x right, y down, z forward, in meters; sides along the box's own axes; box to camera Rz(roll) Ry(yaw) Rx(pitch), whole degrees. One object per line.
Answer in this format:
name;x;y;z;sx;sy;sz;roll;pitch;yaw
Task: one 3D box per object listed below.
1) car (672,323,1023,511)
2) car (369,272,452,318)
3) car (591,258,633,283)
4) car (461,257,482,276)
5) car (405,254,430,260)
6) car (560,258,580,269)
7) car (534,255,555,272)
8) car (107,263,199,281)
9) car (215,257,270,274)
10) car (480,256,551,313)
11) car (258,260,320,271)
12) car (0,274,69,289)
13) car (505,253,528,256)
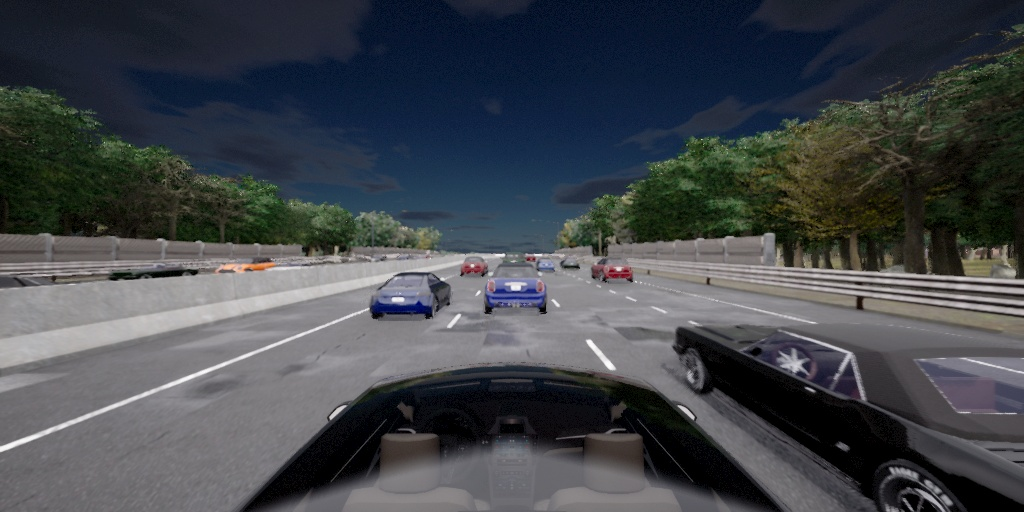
car;3.503;1.345;3.647;1.895;1.301;4.718;0;0;0
car;-3.373;1.247;12.639;1.994;1.385;4.181;0;1;0
car;7.158;0.909;26.130;2.097;1.767;4.553;0;1;0
car;-3.320;0.841;32.310;2.097;1.767;4.553;0;1;0
car;-13.930;0.786;53.155;1.994;1.385;4.181;0;1;1
car;7.213;0.902;45.089;1.994;1.385;4.181;0;1;0
car;3.599;0.955;39.576;2.033;1.411;5.357;0;1;0
car;-24.538;1.165;24.754;1.895;1.301;4.718;0;1;0
car;-21.025;0.877;28.566;2.097;1.767;4.553;0;1;0
car;0.130;1.026;13.673;2.097;1.767;4.553;0;0;0
car;-17.528;1.125;28.745;1.895;1.301;4.718;0;1;0
car;-14.082;1.214;8.765;1.837;1.490;4.892;0;0;0
car;0.182;0.705;32.972;2.150;2.045;5.566;0;1;0
